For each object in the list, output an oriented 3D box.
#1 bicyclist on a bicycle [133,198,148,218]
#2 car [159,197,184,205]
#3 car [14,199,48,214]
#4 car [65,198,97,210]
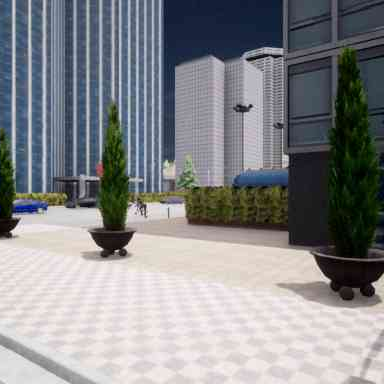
[{"bbox_3d":[-4.129,1.301,26.687,1.656,1.620,0.582,0,0,35],"label":"bicyclist on a bicycle"},{"bbox_3d":[-3.525,1.547,58.736,2.033,1.411,5.357,0,0,35],"label":"car"},{"bbox_3d":[-17.104,1.477,33.409,1.882,1.535,5.008,0,0,35],"label":"car"},{"bbox_3d":[-14.203,1.478,43.638,1.882,1.535,5.008,0,0,35],"label":"car"}]
